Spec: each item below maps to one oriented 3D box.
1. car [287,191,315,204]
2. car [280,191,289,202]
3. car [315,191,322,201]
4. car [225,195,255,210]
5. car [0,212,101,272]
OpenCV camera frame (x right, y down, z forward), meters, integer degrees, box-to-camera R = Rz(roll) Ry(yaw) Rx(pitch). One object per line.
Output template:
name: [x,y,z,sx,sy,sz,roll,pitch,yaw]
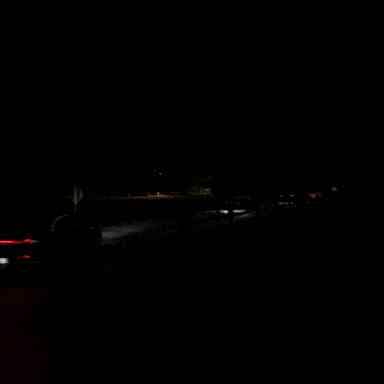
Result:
car: [15.408,0.884,46.875,2.033,1.411,5.357,0,0,31]
car: [15.411,0.663,52.435,2.097,1.767,4.553,0,0,30]
car: [20.277,0.595,55.316,2.097,1.767,4.553,0,0,30]
car: [5.117,1.047,34.995,1.812,1.442,4.674,0,1,30]
car: [-4.409,1.384,10.481,2.128,1.511,4.902,-2,2,4]
